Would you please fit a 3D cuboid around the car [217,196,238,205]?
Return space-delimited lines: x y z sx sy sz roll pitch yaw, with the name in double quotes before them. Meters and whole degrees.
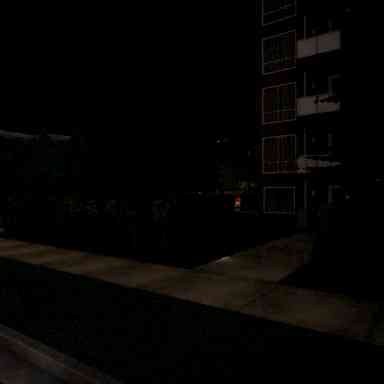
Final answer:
"car" 6.473 1.526 60.134 1.812 1.442 4.674 0 0 36

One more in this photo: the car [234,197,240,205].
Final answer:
"car" 9.307 1.478 58.079 1.882 1.535 5.008 0 0 36
